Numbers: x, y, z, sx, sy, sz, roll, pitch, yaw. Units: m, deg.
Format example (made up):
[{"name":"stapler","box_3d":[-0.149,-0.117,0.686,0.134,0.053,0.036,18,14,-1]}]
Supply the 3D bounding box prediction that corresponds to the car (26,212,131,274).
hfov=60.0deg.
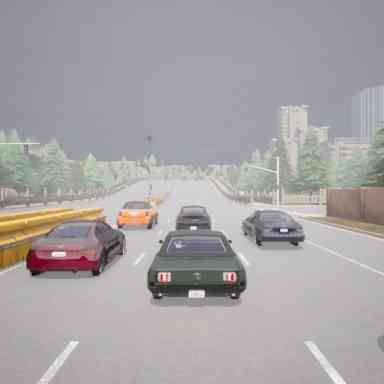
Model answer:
[{"name":"car","box_3d":[-3.415,1.564,10.532,1.994,1.385,4.181,0,0,0]}]

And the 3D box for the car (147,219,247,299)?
[{"name":"car","box_3d":[0.089,1.601,8.388,1.895,1.301,4.718,0,0,0]}]

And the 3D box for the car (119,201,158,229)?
[{"name":"car","box_3d":[-3.431,1.352,21.667,2.097,1.767,4.553,0,0,0]}]

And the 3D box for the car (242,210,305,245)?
[{"name":"car","box_3d":[3.570,1.548,15.444,2.033,1.411,5.357,0,0,0]}]

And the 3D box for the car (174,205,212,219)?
[{"name":"car","box_3d":[0.072,1.505,18.625,1.837,1.490,4.892,0,0,0]}]
